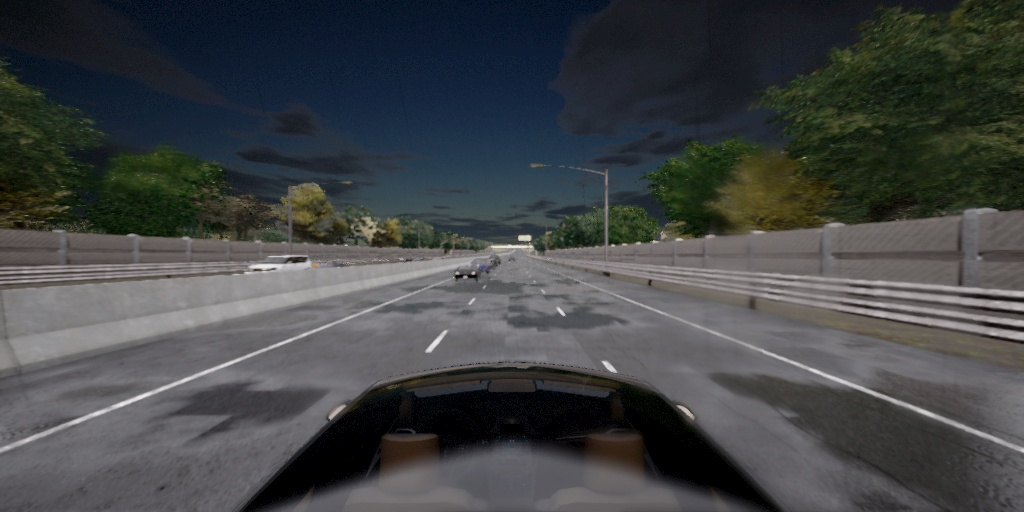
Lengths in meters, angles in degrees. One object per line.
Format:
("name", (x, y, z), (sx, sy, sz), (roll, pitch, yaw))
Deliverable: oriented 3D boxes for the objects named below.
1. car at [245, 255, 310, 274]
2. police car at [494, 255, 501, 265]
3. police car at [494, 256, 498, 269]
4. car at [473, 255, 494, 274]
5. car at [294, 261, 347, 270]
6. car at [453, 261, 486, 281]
("car", (-17.582, 0.940, 27.466), (2.150, 2.045, 5.566), (0, 0, 0))
("police car", (-3.498, 1.001, 62.325), (1.930, 1.638, 5.238), (0, 0, 0))
("police car", (-3.478, 1.132, 51.297), (2.038, 1.542, 4.974), (0, 0, 1))
("car", (-3.498, 1.031, 40.183), (2.097, 1.767, 4.553), (0, 0, 0))
("car", (-14.081, 1.267, 27.773), (2.033, 1.411, 5.357), (0, 0, 0))
("car", (-3.499, 1.316, 29.244), (1.895, 1.301, 4.718), (0, 0, 0))
